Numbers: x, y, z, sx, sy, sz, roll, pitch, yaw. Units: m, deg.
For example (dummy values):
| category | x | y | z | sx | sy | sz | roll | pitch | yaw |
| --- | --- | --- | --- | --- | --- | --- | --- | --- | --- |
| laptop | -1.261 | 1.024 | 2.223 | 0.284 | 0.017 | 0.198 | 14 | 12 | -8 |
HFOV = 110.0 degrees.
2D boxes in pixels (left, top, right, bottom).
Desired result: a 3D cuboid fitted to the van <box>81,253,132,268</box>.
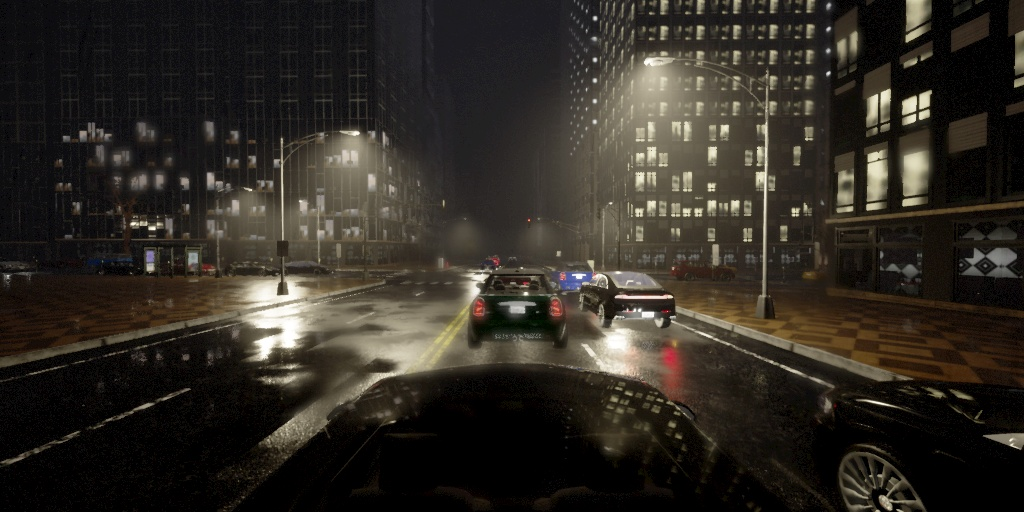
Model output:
| category | x | y | z | sx | sy | sz | roll | pitch | yaw |
| --- | --- | --- | --- | --- | --- | --- | --- | --- | --- |
| van | -45.236 | 0.605 | 40.361 | 3.998 | 1.789 | 1.690 | 0 | 0 | 1 |

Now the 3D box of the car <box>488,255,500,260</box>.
| category | x | y | z | sx | sy | sz | roll | pitch | yaw |
| --- | --- | --- | --- | --- | --- | --- | --- | --- | --- |
| car | -3.251 | 0.925 | 61.045 | 2.150 | 2.045 | 5.566 | 0 | 0 | 0 |

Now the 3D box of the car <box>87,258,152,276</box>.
| category | x | y | z | sx | sy | sz | roll | pitch | yaw |
| --- | --- | --- | --- | --- | --- | --- | --- | --- | --- |
| car | -34.056 | 1.069 | 31.685 | 4.313 | 1.339 | 1.948 | 0 | 0 | 1 |

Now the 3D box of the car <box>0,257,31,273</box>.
| category | x | y | z | sx | sy | sz | roll | pitch | yaw |
| --- | --- | --- | --- | --- | --- | --- | --- | --- | --- |
| car | -49.721 | 0.841 | 34.715 | 4.674 | 1.442 | 1.812 | 0 | 1 | 2 |

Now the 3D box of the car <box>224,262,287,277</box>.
| category | x | y | z | sx | sy | sz | roll | pitch | yaw |
| --- | --- | --- | --- | --- | --- | --- | --- | --- | --- |
| car | -22.692 | 1.173 | 31.364 | 4.313 | 1.339 | 1.948 | 0 | 0 | 1 |

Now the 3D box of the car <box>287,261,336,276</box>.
| category | x | y | z | sx | sy | sz | roll | pitch | yaw |
| --- | --- | --- | --- | --- | --- | --- | --- | --- | --- |
| car | -19.664 | 1.139 | 33.991 | 5.357 | 1.411 | 2.033 | 0 | 1 | 0 |

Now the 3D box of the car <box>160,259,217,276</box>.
| category | x | y | z | sx | sy | sz | roll | pitch | yaw |
| --- | --- | --- | --- | --- | --- | --- | --- | --- | --- |
| car | -28.376 | 1.138 | 31.505 | 4.207 | 1.307 | 1.802 | 0 | 0 | 1 |

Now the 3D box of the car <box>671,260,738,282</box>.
| category | x | y | z | sx | sy | sz | roll | pitch | yaw |
| --- | --- | --- | --- | --- | --- | --- | --- | --- | --- |
| car | 16.232 | 1.269 | 30.785 | 5.009 | 1.841 | 2.192 | 0 | 0 | 1 |

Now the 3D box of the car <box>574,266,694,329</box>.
| category | x | y | z | sx | sy | sz | roll | pitch | yaw |
| --- | --- | --- | --- | --- | --- | --- | --- | --- | --- |
| car | 3.363 | 1.237 | 11.294 | 2.128 | 1.511 | 4.902 | 0 | 0 | 0 |

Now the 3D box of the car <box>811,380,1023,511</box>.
| category | x | y | z | sx | sy | sz | roll | pitch | yaw |
| --- | --- | --- | --- | --- | --- | --- | --- | --- | --- |
| car | 3.344 | 1.242 | 0.902 | 2.128 | 1.511 | 4.902 | 0 | 0 | 0 |

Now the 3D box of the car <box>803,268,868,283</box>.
| category | x | y | z | sx | sy | sz | roll | pitch | yaw |
| --- | --- | --- | --- | --- | --- | --- | --- | --- | --- |
| car | 27.680 | 1.578 | 30.573 | 4.829 | 1.417 | 1.751 | 0 | 0 | 1 |

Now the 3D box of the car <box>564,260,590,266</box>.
| category | x | y | z | sx | sy | sz | roll | pitch | yaw |
| --- | --- | --- | --- | --- | --- | --- | --- | --- | --- |
| car | 3.375 | 1.092 | 20.136 | 2.097 | 1.767 | 4.553 | 0 | 0 | 0 |

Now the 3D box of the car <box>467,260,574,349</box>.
| category | x | y | z | sx | sy | sz | roll | pitch | yaw |
| --- | --- | --- | --- | --- | --- | --- | --- | --- | --- |
| car | 0.111 | 1.099 | 9.320 | 2.097 | 1.767 | 4.553 | 0 | 0 | 0 |

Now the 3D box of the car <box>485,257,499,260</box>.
| category | x | y | z | sx | sy | sz | roll | pitch | yaw |
| --- | --- | --- | --- | --- | --- | --- | --- | --- | --- |
| car | -3.281 | 1.241 | 50.822 | 1.812 | 1.442 | 4.674 | 0 | 0 | 0 |
